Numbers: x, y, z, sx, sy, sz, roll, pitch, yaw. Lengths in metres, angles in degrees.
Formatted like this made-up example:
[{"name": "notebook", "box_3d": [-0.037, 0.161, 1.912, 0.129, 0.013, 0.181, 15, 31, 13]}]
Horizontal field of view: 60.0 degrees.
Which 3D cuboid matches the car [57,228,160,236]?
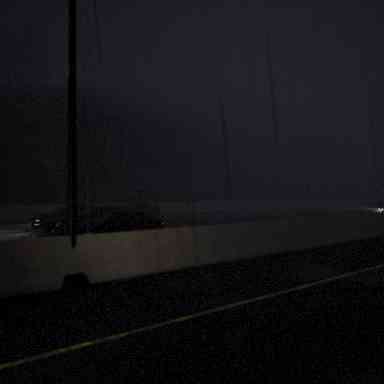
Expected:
[{"name": "car", "box_3d": [-3.374, 1.528, 14.484, 4.674, 1.442, 1.812, 0, 0, -36]}]
